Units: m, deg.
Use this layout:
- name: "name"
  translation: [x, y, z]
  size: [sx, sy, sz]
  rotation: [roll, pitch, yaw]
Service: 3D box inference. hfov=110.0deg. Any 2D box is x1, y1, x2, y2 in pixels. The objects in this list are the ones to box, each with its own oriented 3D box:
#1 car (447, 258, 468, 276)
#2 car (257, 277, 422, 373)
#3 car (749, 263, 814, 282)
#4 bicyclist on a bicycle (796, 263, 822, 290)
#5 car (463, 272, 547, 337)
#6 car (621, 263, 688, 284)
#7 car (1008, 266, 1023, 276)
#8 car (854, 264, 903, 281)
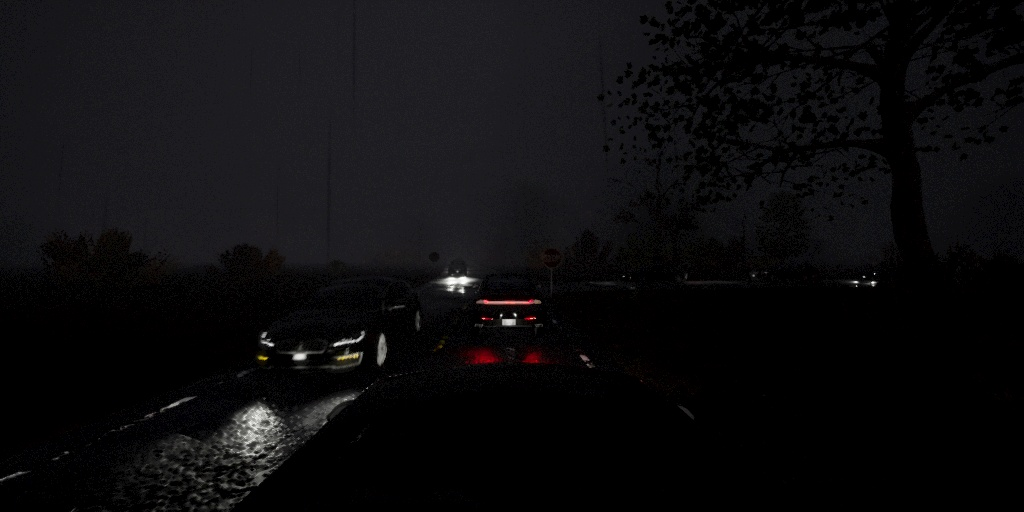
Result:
- name: "car"
  translation: [-5.578, 1.235, 36.981]
  size: [2.128, 1.511, 4.902]
  rotation: [0, 0, -8]
- name: "car"
  translation: [-3.255, 1.255, 7.782]
  size: [1.837, 1.490, 4.892]
  rotation: [0, 0, -2]
- name: "car"
  translation: [21.549, 1.290, 28.773]
  size: [4.902, 1.511, 2.128]
  rotation: [0, 0, -9]
- name: "bicyclist on a bicycle"
  translation: [18.043, 1.233, 21.798]
  size: [0.582, 1.620, 1.656]
  rotation: [0, 0, -9]
- name: "car"
  translation: [-0.135, 1.241, 10.300]
  size: [2.128, 1.511, 4.902]
  rotation: [0, 0, -2]
- name: "car"
  translation: [10.705, 1.284, 27.060]
  size: [4.892, 1.490, 1.837]
  rotation: [0, 0, -10]
- name: "car"
  translation: [42.334, 1.306, 28.783]
  size: [5.008, 1.535, 1.882]
  rotation: [0, 0, -9]
- name: "car"
  translation: [32.080, 1.366, 30.411]
  size: [5.357, 1.411, 2.033]
  rotation: [0, 0, -9]
